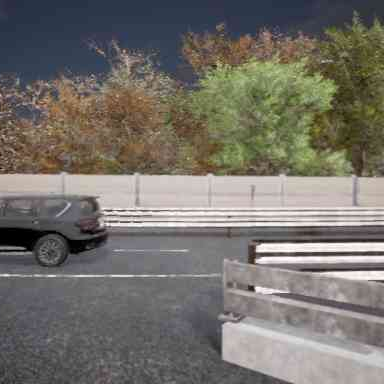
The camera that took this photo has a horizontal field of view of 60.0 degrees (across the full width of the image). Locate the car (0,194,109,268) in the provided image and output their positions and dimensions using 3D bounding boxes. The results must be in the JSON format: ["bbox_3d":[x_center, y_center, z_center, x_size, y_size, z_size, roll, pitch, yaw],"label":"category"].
[{"bbox_3d":[-5.440,1.084,10.349,5.566,2.045,2.150,0,1,2],"label":"car"}]
